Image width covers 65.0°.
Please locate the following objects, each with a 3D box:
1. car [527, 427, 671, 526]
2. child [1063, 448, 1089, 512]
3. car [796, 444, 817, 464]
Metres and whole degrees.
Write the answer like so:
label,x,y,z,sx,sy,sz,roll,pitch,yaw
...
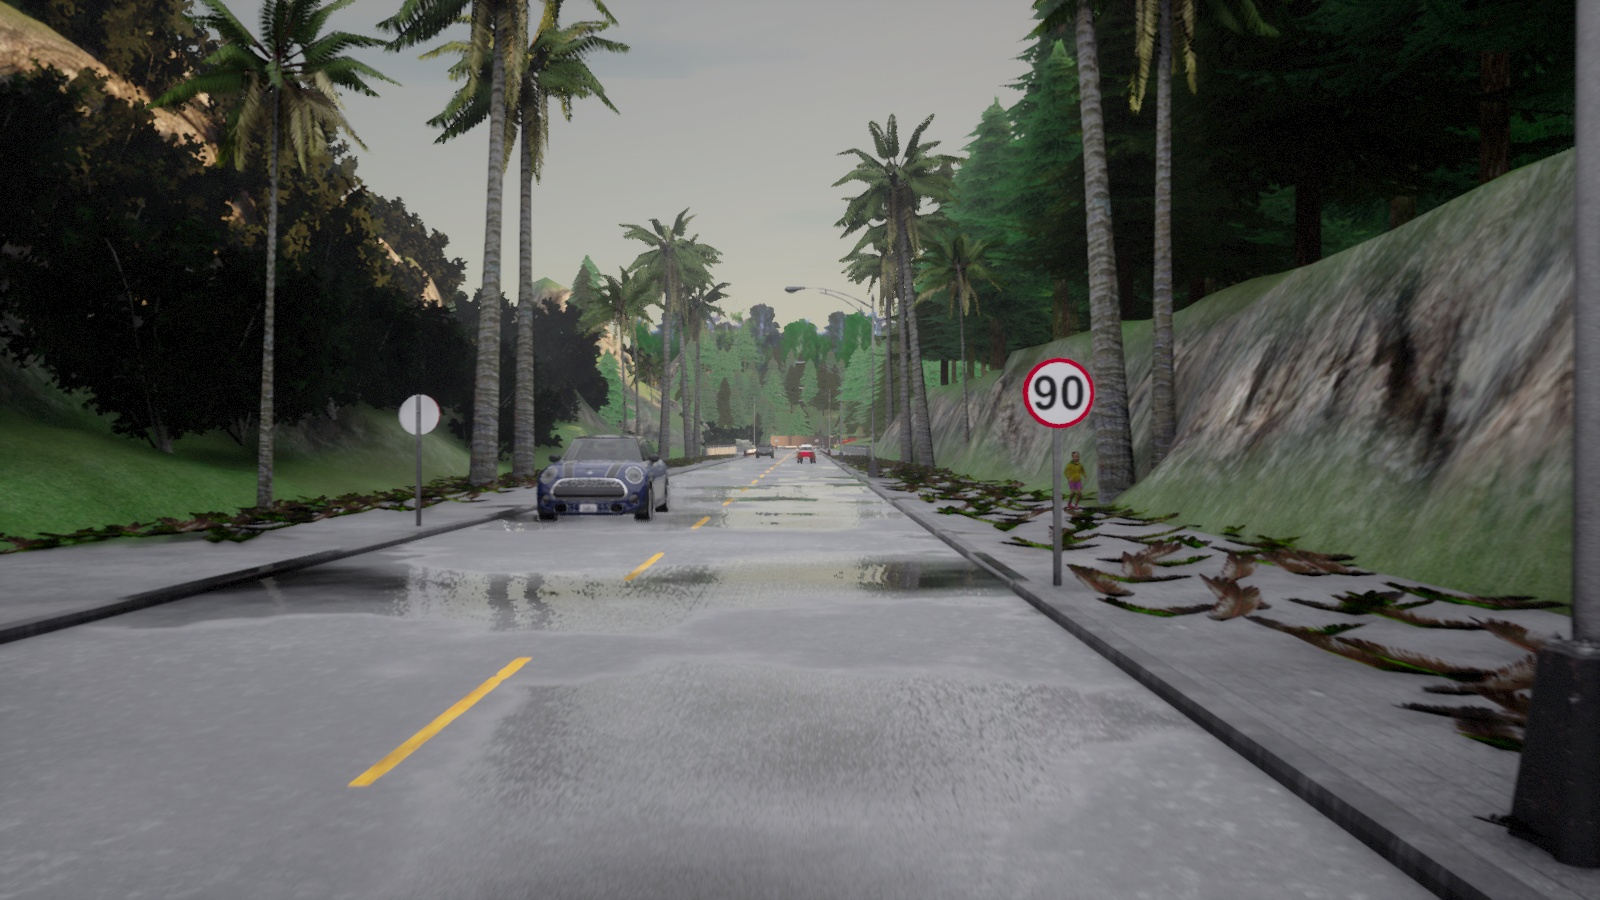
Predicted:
label,x,y,z,sx,sy,sz,roll,pitch,yaw
car,-3.850,0.462,24.860,2.097,1.767,4.553,0,0,0
child,5.030,0.539,22.905,0.299,1.160,0.473,0,0,-9
car,0.470,0.280,92.357,1.481,1.376,2.207,0,1,0
